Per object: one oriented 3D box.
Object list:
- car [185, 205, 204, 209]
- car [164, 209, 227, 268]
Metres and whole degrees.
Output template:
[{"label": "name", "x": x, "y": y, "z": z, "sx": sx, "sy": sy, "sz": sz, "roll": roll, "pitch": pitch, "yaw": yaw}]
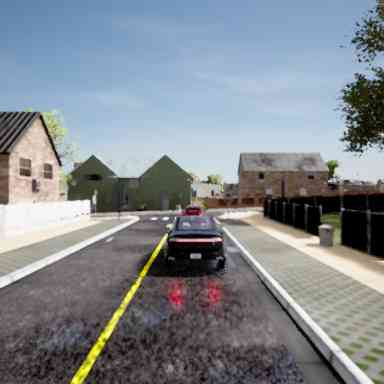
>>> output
[{"label": "car", "x": 0.153, "y": 1.666, "z": 24.298, "sx": 1.812, "sy": 1.442, "sz": 4.674, "roll": 0, "pitch": -1, "yaw": 2}, {"label": "car", "x": 0.103, "y": 1.556, "z": 11.508, "sx": 2.128, "sy": 1.511, "sz": 4.902, "roll": 0, "pitch": 0, "yaw": 0}]
